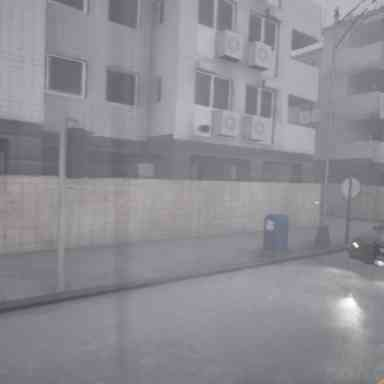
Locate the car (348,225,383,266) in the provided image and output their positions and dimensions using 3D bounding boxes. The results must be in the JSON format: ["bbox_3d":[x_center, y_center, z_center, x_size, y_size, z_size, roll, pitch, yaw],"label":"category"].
[{"bbox_3d":[6.662,1.313,9.425,5.357,1.411,2.033,0,4,-36],"label":"car"}]
